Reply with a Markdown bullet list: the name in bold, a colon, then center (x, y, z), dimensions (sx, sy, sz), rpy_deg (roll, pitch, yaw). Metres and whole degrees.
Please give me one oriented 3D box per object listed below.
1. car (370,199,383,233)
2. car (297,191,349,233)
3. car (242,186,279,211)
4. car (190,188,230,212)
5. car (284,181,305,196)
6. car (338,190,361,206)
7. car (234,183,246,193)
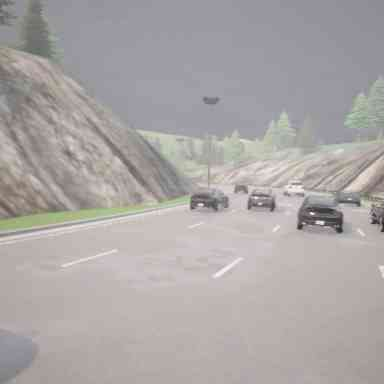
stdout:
- **car**: center (9.706, 1.026, 15.687), dimensions (2.128, 1.511, 4.902), rpy_deg (3, 3, 21)
- **car**: center (6.146, 0.931, 15.923), dimensions (1.837, 1.490, 4.892), rpy_deg (3, 3, 21)
- **car**: center (5.272, 0.507, 24.484), dimensions (2.128, 1.511, 4.902), rpy_deg (2, 3, 17)
- **car**: center (1.332, 0.476, 23.114), dimensions (1.837, 1.490, 4.892), rpy_deg (3, 3, 19)
- **car**: center (14.072, -0.496, 45.917), dimensions (2.150, 2.045, 5.566), rpy_deg (2, 3, 9)
- **car**: center (14.596, 0.509, 31.611), dimensions (1.994, 1.385, 4.181), rpy_deg (2, 3, 14)
- **car**: center (7.325, -0.569, 49.771), dimensions (1.837, 1.490, 4.892), rpy_deg (3, 3, 5)
